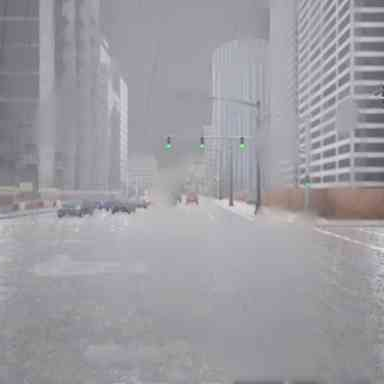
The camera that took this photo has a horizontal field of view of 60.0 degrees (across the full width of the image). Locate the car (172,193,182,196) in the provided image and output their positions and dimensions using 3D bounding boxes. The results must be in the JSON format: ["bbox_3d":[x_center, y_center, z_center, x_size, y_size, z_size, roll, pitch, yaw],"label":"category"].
[{"bbox_3d":[-3.452,1.262,72.626,2.150,2.045,5.566,0,0,0],"label":"car"}]

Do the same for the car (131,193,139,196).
[{"bbox_3d":[-10.460,1.382,60.570,2.097,1.767,4.553,0,0,0],"label":"car"}]

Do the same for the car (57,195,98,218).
[{"bbox_3d":[-10.579,1.367,30.504,2.097,1.767,4.553,0,0,0],"label":"car"}]

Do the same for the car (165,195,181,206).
[{"bbox_3d":[-3.359,1.574,53.873,2.033,1.411,5.357,0,0,0],"label":"car"}]

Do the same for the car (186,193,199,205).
[{"bbox_3d":[0.040,1.253,61.551,2.150,2.045,5.566,0,0,0],"label":"car"}]

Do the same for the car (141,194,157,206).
[{"bbox_3d":[-6.984,1.505,55.383,1.882,1.535,5.008,0,0,0],"label":"car"}]

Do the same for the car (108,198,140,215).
[{"bbox_3d":[-7.076,1.618,34.930,1.895,1.301,4.718,0,0,0],"label":"car"}]

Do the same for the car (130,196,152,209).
[{"bbox_3d":[-7.063,1.586,44.933,1.994,1.385,4.181,0,0,0],"label":"car"}]

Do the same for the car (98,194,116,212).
[{"bbox_3d":[-10.553,1.241,40.087,2.150,2.045,5.566,0,0,0],"label":"car"}]

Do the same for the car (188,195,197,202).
[{"bbox_3d":[0.047,1.390,72.222,1.812,1.442,4.674,0,0,0],"label":"car"}]
